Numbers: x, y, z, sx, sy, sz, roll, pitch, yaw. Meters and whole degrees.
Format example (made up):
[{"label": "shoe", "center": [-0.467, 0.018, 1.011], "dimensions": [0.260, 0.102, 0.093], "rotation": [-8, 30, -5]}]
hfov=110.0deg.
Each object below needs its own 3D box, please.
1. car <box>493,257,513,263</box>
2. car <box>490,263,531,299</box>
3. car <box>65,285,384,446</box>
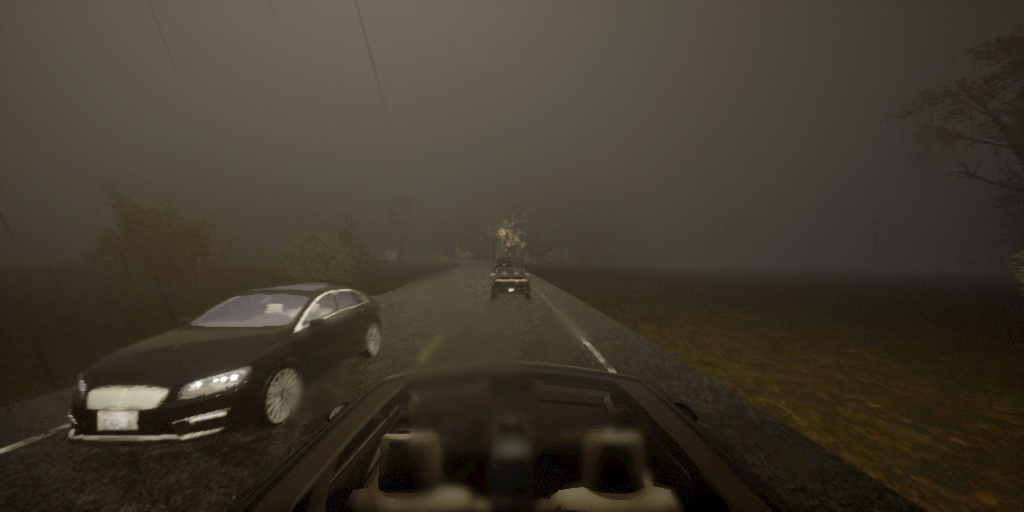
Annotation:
[{"label": "car", "center": [-1.013, 1.074, 41.278], "dimensions": [2.150, 2.045, 5.566], "rotation": [0, 0, -4]}, {"label": "car", "center": [-0.090, 1.288, 18.186], "dimensions": [2.128, 1.511, 4.902], "rotation": [0, 0, -1]}, {"label": "car", "center": [-3.621, 1.257, 5.732], "dimensions": [2.128, 1.511, 4.902], "rotation": [0, 0, 0]}]
